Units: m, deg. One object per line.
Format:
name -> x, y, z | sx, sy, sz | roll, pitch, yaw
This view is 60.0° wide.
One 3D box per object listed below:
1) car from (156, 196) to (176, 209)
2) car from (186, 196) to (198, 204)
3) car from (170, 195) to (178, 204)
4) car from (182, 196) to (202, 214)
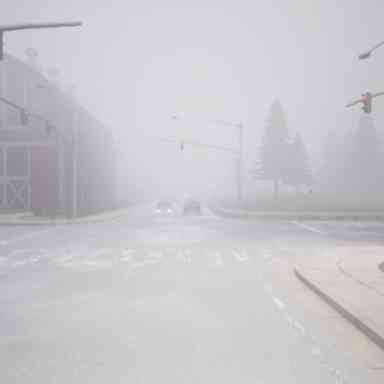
car -> -3.589, 1.503, 43.877 | 1.895, 1.301, 4.718 | 0, 0, 0
car -> 0.000, 1.413, 60.177 | 2.033, 1.411, 5.357 | 0, 0, 0
car -> -3.535, 1.355, 61.204 | 2.128, 1.511, 4.902 | 0, 0, 1
car -> 0.000, 1.415, 34.711 | 2.128, 1.511, 4.902 | 0, 0, 0
